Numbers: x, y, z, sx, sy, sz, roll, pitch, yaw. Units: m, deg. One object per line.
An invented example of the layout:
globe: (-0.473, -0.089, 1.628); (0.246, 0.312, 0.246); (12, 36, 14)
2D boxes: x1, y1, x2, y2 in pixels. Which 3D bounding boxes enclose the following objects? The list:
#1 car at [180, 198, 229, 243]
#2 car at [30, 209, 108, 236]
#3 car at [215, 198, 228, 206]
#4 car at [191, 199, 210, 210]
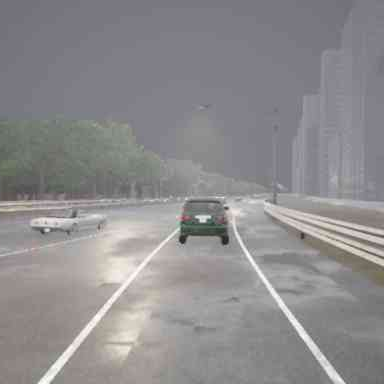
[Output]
car: (0.669, 1.296, 16.615); (2.150, 2.045, 5.566); (0, 0, 4)
car: (-6.586, 1.610, 18.549); (1.895, 1.301, 4.718); (1, 0, 15)
car: (5.859, 1.960, 66.611); (1.812, 1.442, 4.674); (0, 0, 15)
car: (1.339, 1.837, 49.164); (1.994, 1.385, 4.181); (0, 0, 15)
